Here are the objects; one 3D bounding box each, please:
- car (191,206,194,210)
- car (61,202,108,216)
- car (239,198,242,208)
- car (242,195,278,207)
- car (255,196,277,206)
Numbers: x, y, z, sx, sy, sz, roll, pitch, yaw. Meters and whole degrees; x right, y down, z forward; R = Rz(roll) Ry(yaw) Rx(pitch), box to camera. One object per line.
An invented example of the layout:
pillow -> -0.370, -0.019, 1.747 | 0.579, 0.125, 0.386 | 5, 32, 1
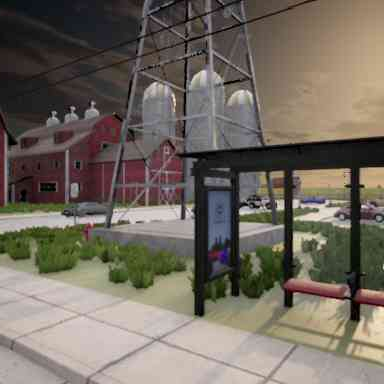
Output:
car -> 1.870, 1.504, 31.925 | 4.193, 1.474, 1.816 | 0, 0, 35
car -> -9.497, 1.561, 29.782 | 1.994, 1.385, 4.181 | 0, 0, 34
car -> 6.809, 1.545, 47.135 | 2.033, 1.411, 5.357 | 0, 0, 35
car -> 9.085, 1.311, 43.329 | 3.866, 1.878, 1.905 | 0, 0, 35
car -> 12.378, 1.502, 55.352 | 1.837, 1.490, 4.892 | 0, 0, 34
